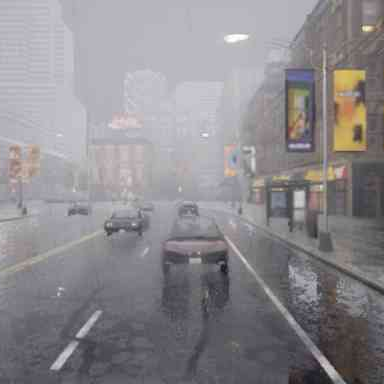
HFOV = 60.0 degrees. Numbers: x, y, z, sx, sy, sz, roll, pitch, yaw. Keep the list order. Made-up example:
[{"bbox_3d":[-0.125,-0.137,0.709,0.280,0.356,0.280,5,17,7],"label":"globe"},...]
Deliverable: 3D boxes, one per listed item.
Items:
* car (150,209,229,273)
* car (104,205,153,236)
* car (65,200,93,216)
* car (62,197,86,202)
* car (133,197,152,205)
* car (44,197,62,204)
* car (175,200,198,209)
[{"bbox_3d":[0.076,1.511,10.742,2.128,1.511,4.902,0,0,0],"label":"car"},{"bbox_3d":[-3.442,1.643,18.618,1.895,1.301,4.718,0,0,0],"label":"car"},{"bbox_3d":[-11.074,1.740,33.141,1.895,1.301,4.718,0,0,-10],"label":"car"},{"bbox_3d":[-24.131,1.773,69.119,4.718,1.301,1.895,0,0,30],"label":"car"},{"bbox_3d":[-5.949,1.650,40.137,1.994,1.385,4.181,0,0,-18],"label":"car"},{"bbox_3d":[-29.441,1.713,71.276,4.674,1.452,2.002,0,0,20],"label":"car"},{"bbox_3d":[-0.571,1.566,32.636,1.837,1.490,4.892,0,0,-7],"label":"car"}]
